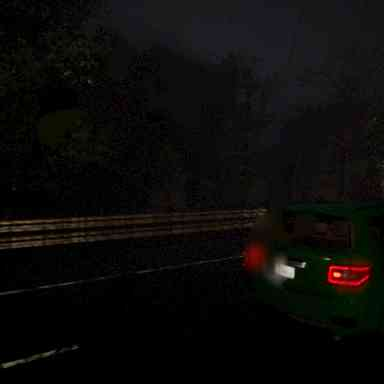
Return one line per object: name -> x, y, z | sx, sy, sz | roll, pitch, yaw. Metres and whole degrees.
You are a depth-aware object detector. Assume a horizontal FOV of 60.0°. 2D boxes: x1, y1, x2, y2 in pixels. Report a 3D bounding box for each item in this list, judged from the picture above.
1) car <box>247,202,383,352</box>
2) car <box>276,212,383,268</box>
car -> 3.501, 1.210, 6.274 | 5.566, 2.045, 2.150 | 0, 0, -36
car -> 5.166, 1.545, 11.802 | 4.181, 1.385, 1.994 | 0, 0, -36
